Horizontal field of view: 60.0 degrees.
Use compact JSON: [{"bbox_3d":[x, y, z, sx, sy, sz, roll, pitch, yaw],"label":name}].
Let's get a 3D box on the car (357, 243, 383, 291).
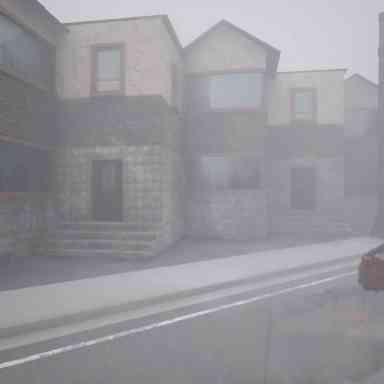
[{"bbox_3d":[5.767,1.565,7.823,4.181,1.385,1.994,0,0,-35],"label":"car"}]
